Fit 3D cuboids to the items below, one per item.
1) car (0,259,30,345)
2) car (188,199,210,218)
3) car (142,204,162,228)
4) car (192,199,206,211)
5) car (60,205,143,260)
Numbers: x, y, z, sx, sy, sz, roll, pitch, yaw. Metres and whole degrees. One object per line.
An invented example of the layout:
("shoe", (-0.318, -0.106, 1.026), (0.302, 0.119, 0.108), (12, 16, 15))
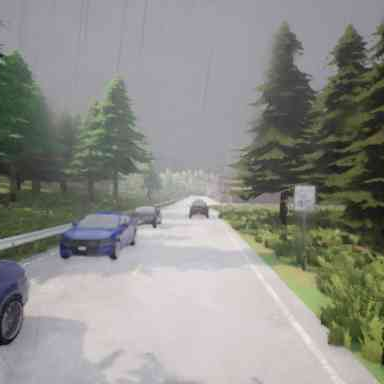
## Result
("car", (-3.574, 1.495, 3.675), (1.812, 1.442, 4.674), (1, 0, 1))
("car", (0.701, 1.698, 32.589), (1.837, 1.490, 4.892), (1, 0, 2))
("car", (-3.142, 1.607, 23.100), (1.812, 1.442, 4.674), (1, 0, 1))
("car", (0.960, 1.772, 45.627), (1.837, 1.490, 4.892), (1, 0, 2))
("car", (-3.373, 1.500, 12.852), (1.882, 1.535, 5.008), (1, 0, 1))
